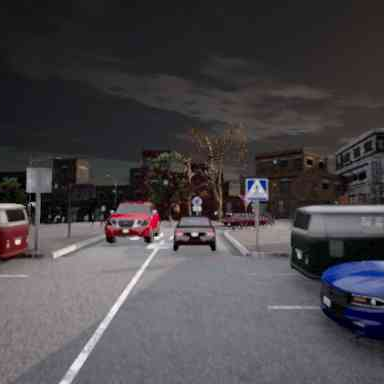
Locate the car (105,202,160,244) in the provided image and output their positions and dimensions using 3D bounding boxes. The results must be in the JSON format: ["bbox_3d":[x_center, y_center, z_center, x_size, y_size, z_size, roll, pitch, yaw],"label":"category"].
[{"bbox_3d":[-3.000,1.541,17.888,2.150,2.045,5.566,0,-3,0],"label":"car"}]

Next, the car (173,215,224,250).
[{"bbox_3d":[0.108,1.769,15.320,2.033,1.411,5.357,0,-2,0],"label":"car"}]

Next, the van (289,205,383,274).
[{"bbox_3d":[4.799,1.303,8.173,4.442,1.987,1.878,0,-1,0],"label":"van"}]

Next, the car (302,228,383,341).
[{"bbox_3d":[4.687,1.499,5.396,5.008,1.535,2.097,0,-1,0],"label":"car"}]

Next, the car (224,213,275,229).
[{"bbox_3d":[4.994,2.518,28.963,4.718,1.301,1.895,2,-5,-33],"label":"car"}]

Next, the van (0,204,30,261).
[{"bbox_3d":[-7.763,1.348,10.704,4.442,1.987,1.878,0,-1,0],"label":"van"}]
